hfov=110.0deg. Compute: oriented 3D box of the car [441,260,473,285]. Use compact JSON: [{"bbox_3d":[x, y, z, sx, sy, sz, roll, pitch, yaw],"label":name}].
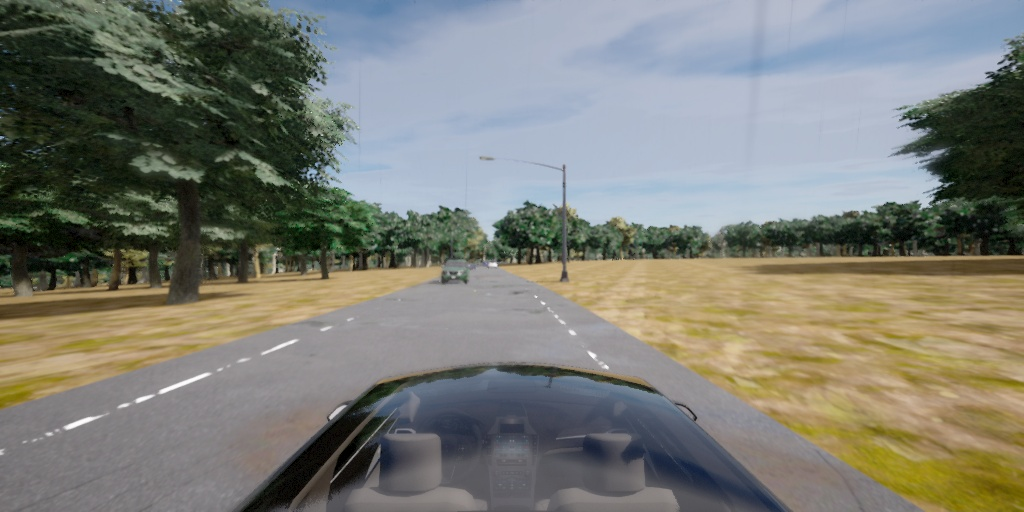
[{"bbox_3d":[-4.784,1.351,30.897,2.150,2.045,5.566,0,-1,-4],"label":"car"}]
